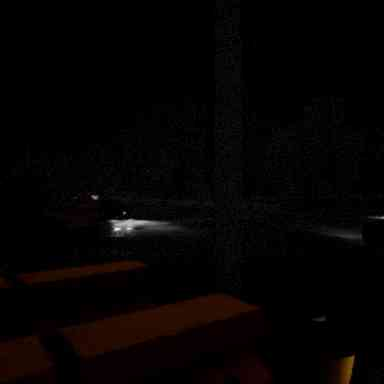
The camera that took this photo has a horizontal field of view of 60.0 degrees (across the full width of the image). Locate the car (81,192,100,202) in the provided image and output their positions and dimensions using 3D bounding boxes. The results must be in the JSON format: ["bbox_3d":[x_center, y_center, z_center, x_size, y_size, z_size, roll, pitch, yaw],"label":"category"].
[{"bbox_3d":[-21.638,1.082,70.737,2.150,2.045,5.566,0,0,-34],"label":"car"}]

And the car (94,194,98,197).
[{"bbox_3d":[-16.072,1.574,62.399,2.033,1.411,5.357,0,0,-34],"label":"car"}]

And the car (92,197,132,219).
[{"bbox_3d":[-6.922,1.505,29.603,2.128,1.511,4.902,0,0,-33],"label":"car"}]

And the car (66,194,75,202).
[{"bbox_3d":[-24.515,1.208,68.744,2.097,1.767,4.553,0,0,-34],"label":"car"}]

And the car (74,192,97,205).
[{"bbox_3d":[-19.655,1.374,61.463,2.097,1.767,4.553,0,0,-34],"label":"car"}]

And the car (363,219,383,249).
[{"bbox_3d":[7.848,1.508,11.798,2.128,1.511,4.902,0,0,4],"label":"car"}]
